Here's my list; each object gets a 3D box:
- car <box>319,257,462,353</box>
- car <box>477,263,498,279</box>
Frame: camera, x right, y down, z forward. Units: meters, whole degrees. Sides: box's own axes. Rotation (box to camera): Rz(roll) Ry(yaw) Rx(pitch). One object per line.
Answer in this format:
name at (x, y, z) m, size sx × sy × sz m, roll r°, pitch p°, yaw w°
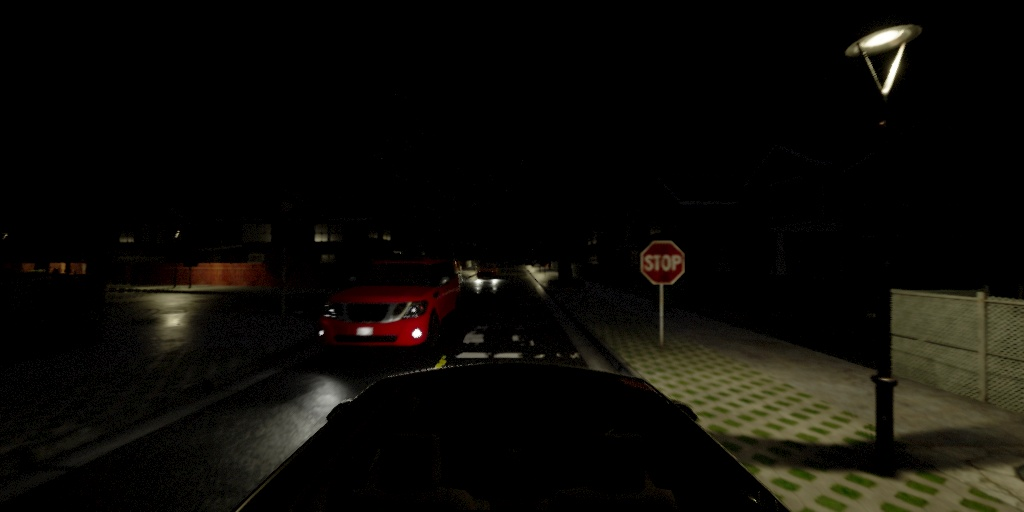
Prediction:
car at (-2.690, 1.054, 9.378) m, size 2.150 × 2.045 × 5.566 m, roll 0°, pitch 0°, yaw 1°
car at (-2.426, 1.470, 36.263) m, size 1.882 × 1.535 × 5.008 m, roll 0°, pitch 0°, yaw 1°
